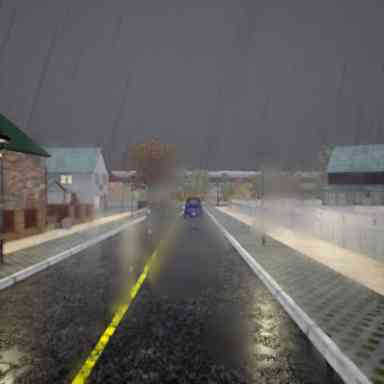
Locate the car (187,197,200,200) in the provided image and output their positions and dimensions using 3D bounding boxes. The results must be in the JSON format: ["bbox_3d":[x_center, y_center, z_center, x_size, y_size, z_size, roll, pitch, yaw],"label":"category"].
[{"bbox_3d":[0.196,1.705,43.268,2.150,2.045,5.566,0,-1,0],"label":"car"}]

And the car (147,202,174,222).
[{"bbox_3d":[-2.757,1.675,29.783,2.097,1.767,4.553,0,-1,0],"label":"car"}]

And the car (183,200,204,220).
[{"bbox_3d":[0.175,1.835,32.642,1.882,1.535,5.008,0,-1,0],"label":"car"}]
